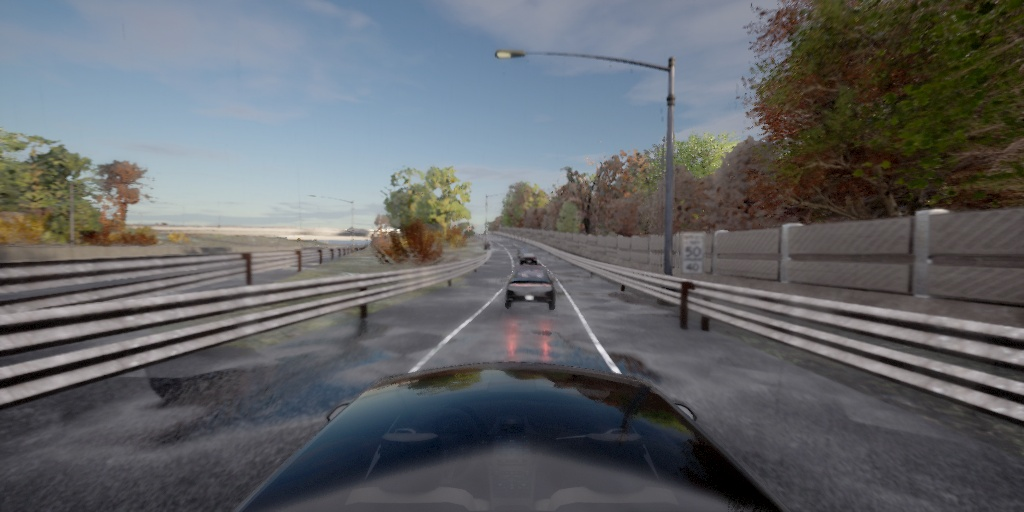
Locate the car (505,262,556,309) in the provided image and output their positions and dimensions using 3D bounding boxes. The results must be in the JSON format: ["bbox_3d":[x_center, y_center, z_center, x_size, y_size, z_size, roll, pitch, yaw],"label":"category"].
[{"bbox_3d":[0.798,1.225,14.922,2.128,1.511,4.902,1,1,4],"label":"car"}]

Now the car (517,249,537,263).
[{"bbox_3d":[1.862,0.286,41.806,1.882,1.535,5.008,1,3,-1],"label":"car"}]
